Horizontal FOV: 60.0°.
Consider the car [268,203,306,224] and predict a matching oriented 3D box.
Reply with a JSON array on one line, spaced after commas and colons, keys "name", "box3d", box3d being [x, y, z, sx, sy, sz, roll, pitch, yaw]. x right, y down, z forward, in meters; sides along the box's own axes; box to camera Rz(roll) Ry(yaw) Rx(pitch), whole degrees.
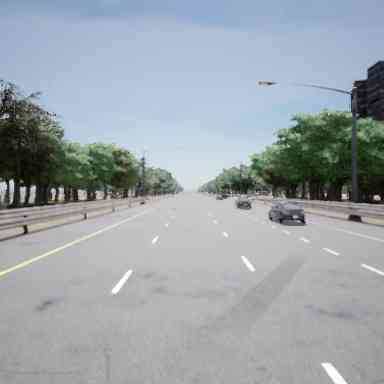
[{"name": "car", "box3d": [7.030, 1.534, 24.854, 1.812, 1.442, 4.674, 0, 0, 0]}]

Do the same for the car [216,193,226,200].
[{"name": "car", "box3d": [7.436, 1.529, 90.319, 2.033, 1.411, 5.357, 0, 0, 5]}]

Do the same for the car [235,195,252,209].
[{"name": "car", "box3d": [7.072, 1.524, 46.284, 1.812, 1.442, 4.674, 0, 0, 0]}]
